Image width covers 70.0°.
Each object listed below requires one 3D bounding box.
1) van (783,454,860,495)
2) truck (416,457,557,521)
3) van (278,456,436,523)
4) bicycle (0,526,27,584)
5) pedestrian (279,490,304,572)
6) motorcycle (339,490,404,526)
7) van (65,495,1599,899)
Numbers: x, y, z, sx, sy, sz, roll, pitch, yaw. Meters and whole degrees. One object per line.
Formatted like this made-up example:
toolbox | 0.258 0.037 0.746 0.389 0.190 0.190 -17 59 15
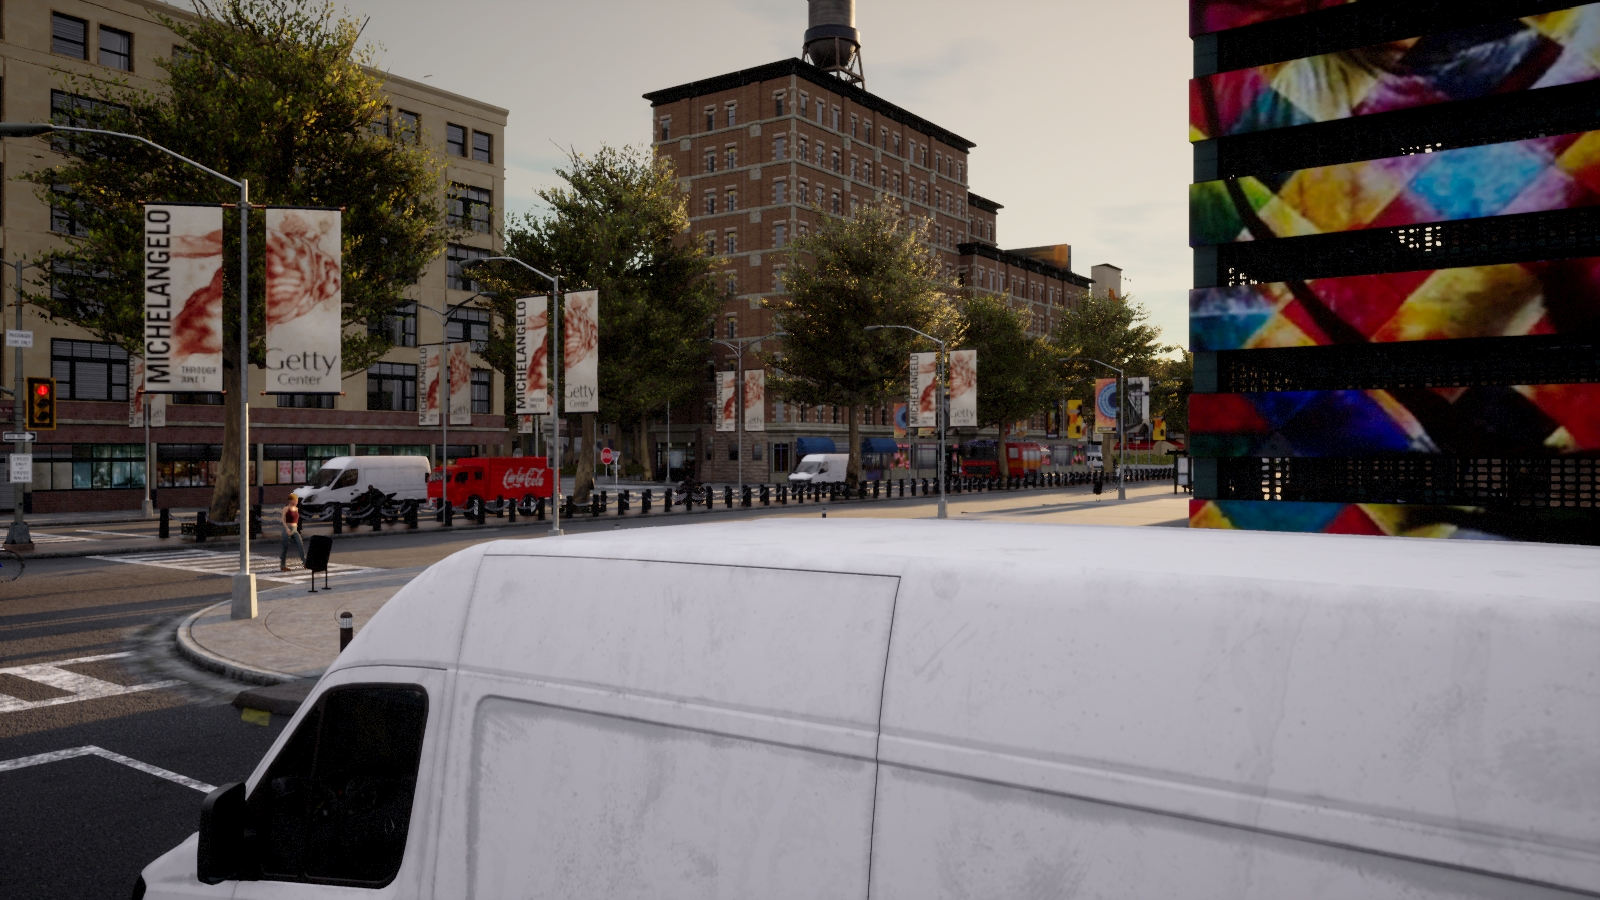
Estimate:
van | 1.477 1.534 74.336 1.988 2.561 5.915 0 0 36
truck | -13.076 1.565 47.908 2.627 2.467 5.204 0 0 36
van | -18.065 1.534 46.934 1.988 2.561 5.915 0 0 36
bicycle | -17.085 2.210 23.590 1.835 1.171 0.329 0 0 -41
pedestrian | -11.658 1.848 26.184 0.375 1.860 0.375 0 0 24
motorcycle | -16.269 2.205 43.436 0.867 1.251 2.209 0 0 36
van | -0.118 1.534 3.913 5.915 2.561 1.988 0 0 36
